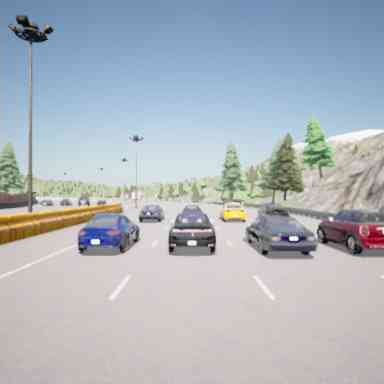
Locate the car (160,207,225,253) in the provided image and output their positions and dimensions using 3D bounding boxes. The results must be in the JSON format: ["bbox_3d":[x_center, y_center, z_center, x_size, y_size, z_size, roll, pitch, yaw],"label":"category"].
[{"bbox_3d":[0.014,1.626,14.283,2.128,1.511,4.902,0,0,0],"label":"car"}]

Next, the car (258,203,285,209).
[{"bbox_3d":[7.030,1.779,29.278,1.837,1.490,4.892,0,0,0],"label":"car"}]

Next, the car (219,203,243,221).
[{"bbox_3d":[3.529,1.751,29.465,1.882,1.535,5.008,0,0,0],"label":"car"}]

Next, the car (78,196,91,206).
[{"bbox_3d":[-21.818,1.844,67.417,2.150,2.045,5.566,0,-1,-13],"label":"car"}]

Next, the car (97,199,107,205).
[{"bbox_3d":[-18.466,2.179,68.435,1.994,1.385,4.181,0,-1,-13],"label":"car"}]

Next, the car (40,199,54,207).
[{"bbox_3d":[-28.541,2.129,65.460,2.128,1.511,4.902,0,-1,-13],"label":"car"}]

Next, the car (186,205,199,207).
[{"bbox_3d":[0.029,1.836,29.309,1.994,1.385,4.181,0,0,0],"label":"car"}]

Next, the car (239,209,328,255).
[{"bbox_3d":[3.511,1.678,13.971,2.033,1.411,5.357,0,0,0],"label":"car"}]

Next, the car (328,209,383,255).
[{"bbox_3d":[7.012,1.481,14.060,2.097,1.767,4.553,0,-1,0],"label":"car"}]

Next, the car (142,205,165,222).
[{"bbox_3d":[-3.469,1.816,28.981,2.033,1.411,5.357,0,0,0],"label":"car"}]

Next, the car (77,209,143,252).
[{"bbox_3d":[-3.485,1.660,14.366,1.812,1.442,4.674,0,0,0],"label":"car"}]

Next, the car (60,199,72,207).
[{"bbox_3d":[-25.183,2.112,66.452,1.837,1.490,4.892,0,-1,-13],"label":"car"}]
